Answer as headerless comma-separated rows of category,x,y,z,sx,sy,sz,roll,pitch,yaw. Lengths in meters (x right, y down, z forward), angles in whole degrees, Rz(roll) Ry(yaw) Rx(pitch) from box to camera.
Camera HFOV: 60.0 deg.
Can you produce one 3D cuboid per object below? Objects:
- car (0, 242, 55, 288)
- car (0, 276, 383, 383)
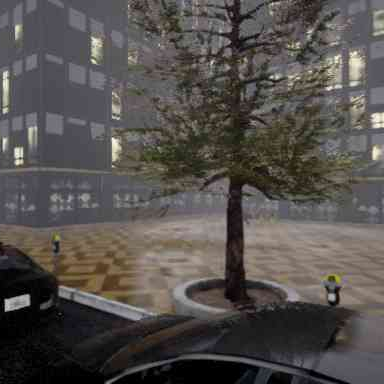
car,-4.053,1.525,5.727,4.313,1.339,1.947,0,0,35
car,0.580,1.561,2.424,4.313,1.339,1.947,0,0,35
